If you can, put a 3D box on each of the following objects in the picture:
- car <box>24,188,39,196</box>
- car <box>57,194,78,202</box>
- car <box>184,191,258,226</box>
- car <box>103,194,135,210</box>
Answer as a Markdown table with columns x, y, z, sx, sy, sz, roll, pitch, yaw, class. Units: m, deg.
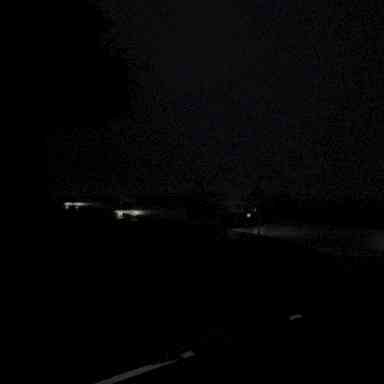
| x | y | z | sx | sy | sz | roll | pitch | yaw | class |
| --- | --- | --- | --- | --- | --- | --- | --- | --- | --- |
| -40.541 | -0.024 | 84.706 | 2.150 | 2.045 | 5.566 | -1 | 1 | -36 | car |
| -18.703 | 0.879 | 49.941 | 1.895 | 1.301 | 4.718 | -1 | 1 | -36 | car |
| 1.703 | 0.962 | 21.647 | 2.150 | 2.045 | 5.566 | -1 | 2 | -36 | car |
| -7.665 | 0.968 | 34.563 | 1.882 | 1.535 | 5.008 | -1 | 2 | -36 | car |
